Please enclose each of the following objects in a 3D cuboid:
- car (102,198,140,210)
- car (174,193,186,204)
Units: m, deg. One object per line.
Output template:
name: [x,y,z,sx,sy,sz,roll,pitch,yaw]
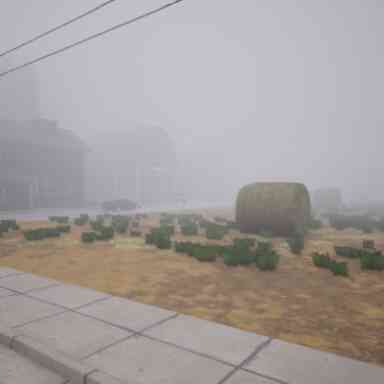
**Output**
car: [-7.939,1.486,37.623,1.837,1.490,4.892,0,0,35]
car: [-2.101,1.126,59.703,1.905,1.878,3.866,6,1,-8]
